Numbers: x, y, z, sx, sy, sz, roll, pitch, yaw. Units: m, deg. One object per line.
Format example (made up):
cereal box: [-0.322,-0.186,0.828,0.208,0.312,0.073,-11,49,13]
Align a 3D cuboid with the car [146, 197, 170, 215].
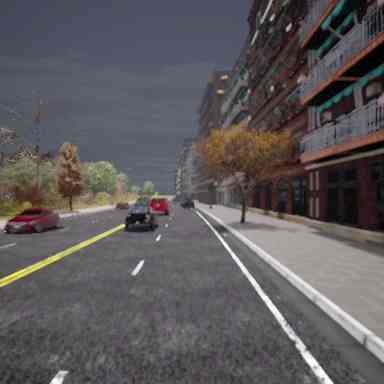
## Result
car: [-3.909,1.658,40.164,2.150,2.045,5.566,0,0,-2]

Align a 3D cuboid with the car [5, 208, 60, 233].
car: [-9.995,1.751,21.305,1.812,1.442,4.674,0,-1,-1]

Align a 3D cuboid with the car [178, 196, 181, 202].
car: [-1.152,1.994,68.852,2.150,2.045,5.566,0,-1,-4]

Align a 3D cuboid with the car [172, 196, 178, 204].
car: [-4.040,2.230,94.877,2.150,2.045,5.566,0,-1,-5]

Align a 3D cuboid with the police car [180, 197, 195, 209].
police car: [-0.578,2.076,58.893,1.930,1.638,5.238,0,-1,-3]

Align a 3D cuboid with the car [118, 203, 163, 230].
car: [-3.437,1.737,23.204,2.128,1.511,4.902,0,-1,-1]

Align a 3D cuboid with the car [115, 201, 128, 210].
car: [-11.112,2.157,53.645,1.994,1.385,4.181,0,-1,-2]

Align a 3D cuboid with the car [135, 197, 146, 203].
car: [-7.851,1.805,53.637,2.150,2.045,5.566,0,-1,-2]
